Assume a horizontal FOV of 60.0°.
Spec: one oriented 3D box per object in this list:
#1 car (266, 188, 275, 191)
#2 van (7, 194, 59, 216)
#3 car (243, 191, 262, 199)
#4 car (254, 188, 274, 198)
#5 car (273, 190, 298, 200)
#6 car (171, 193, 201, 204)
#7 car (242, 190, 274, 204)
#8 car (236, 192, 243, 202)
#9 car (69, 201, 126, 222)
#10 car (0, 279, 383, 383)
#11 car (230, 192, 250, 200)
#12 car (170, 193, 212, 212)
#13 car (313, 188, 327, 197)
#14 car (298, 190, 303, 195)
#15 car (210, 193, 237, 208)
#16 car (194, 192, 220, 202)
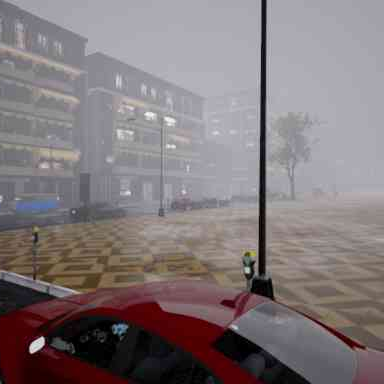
[{"bbox_3d":[13.243,0.354,57.011,2.150,2.045,5.566,1,1,35],"label":"car"},{"bbox_3d":[-13.524,1.032,28.530,1.690,1.788,3.998,2,2,35],"label":"van"},{"bbox_3d":[11.848,0.522,64.946,1.752,1.417,4.829,2,2,35],"label":"car"},{"bbox_3d":[15.133,0.223,69.650,2.192,1.841,5.009,2,2,35],"label":"car"},{"bbox_3d":[15.734,0.673,55.866,1.752,1.417,4.829,2,2,35],"label":"car"},{"bbox_3d":[-0.790,0.906,46.811,1.947,1.339,4.313,2,2,35],"label":"car"},{"bbox_3d":[9.269,0.874,46.589,2.008,1.369,4.403,2,2,35],"label":"car"},{"bbox_3d":[7.360,0.785,48.472,2.128,1.511,4.902,1,1,34],"label":"car"},{"bbox_3d":[-6.651,1.326,23.745,1.947,1.339,4.313,2,2,35],"label":"car"},{"bbox_3d":[-0.310,1.544,3.090,4.507,1.381,1.887,0,0,36],"label":"car"},{"bbox_3d":[8.761,0.646,60.519,1.947,1.339,4.313,2,2,35],"label":"car"},{"bbox_3d":[-0.284,1.129,32.881,1.887,1.381,4.507,2,2,35],"label":"car"},{"bbox_3d":[29.099,0.006,75.579,2.150,2.045,5.566,1,1,35],"label":"car"},{"bbox_3d":[27.865,0.110,87.932,1.887,1.381,4.507,2,2,35],"label":"car"},{"bbox_3d":[2.900,1.048,37.450,2.008,1.369,4.403,2,2,35],"label":"car"},{"bbox_3d":[2.393,0.804,51.380,2.008,1.369,4.403,2,2,35],"label":"car"}]
